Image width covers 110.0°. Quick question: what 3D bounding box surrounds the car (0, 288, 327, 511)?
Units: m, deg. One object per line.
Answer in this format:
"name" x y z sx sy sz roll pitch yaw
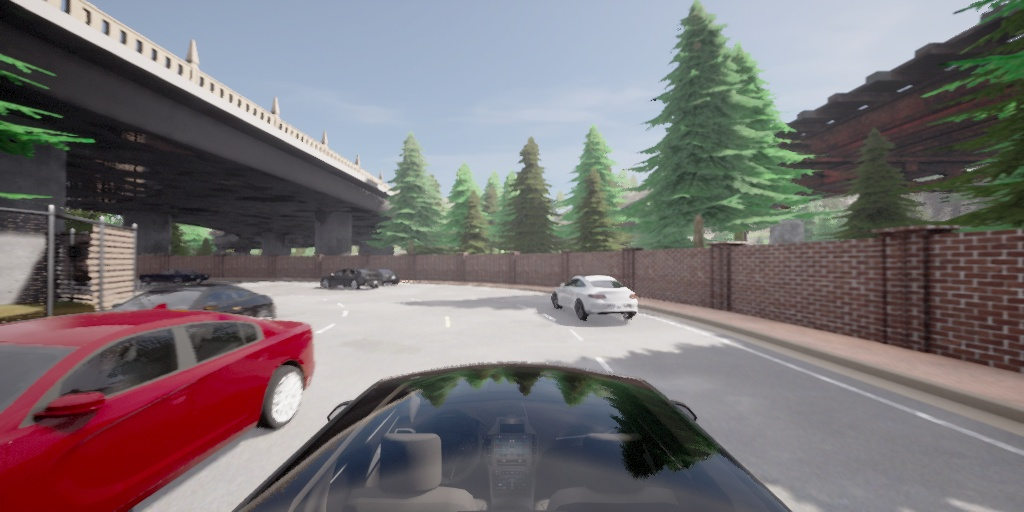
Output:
"car" -3.604 1.243 2.849 1.882 1.535 5.008 0 -1 0

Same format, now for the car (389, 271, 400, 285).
"car" -11.249 1.687 29.320 4.181 1.385 1.994 0 -1 24

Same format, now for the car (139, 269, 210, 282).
"car" -28.149 1.731 29.917 4.718 1.301 1.895 0 -1 6

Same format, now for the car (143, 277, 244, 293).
"car" -7.160 1.359 7.887 1.812 1.442 4.674 1 -1 -4

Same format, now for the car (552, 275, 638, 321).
"car" 2.901 1.432 13.250 1.812 1.442 4.674 0 -1 -10

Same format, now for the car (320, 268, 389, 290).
"car" -11.543 1.579 25.693 4.892 1.490 1.837 -1 -1 26
